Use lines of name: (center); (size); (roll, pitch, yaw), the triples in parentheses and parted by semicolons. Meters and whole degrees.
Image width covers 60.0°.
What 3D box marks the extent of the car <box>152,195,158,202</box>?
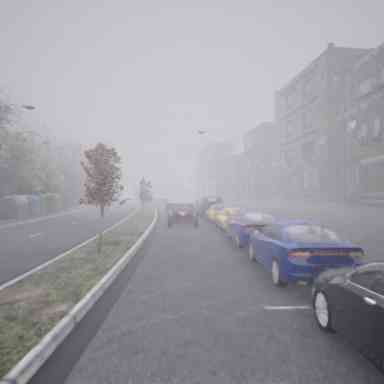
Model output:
car: (-8.401, 1.715, 86.340); (2.231, 1.521, 4.892); (0, 0, -14)

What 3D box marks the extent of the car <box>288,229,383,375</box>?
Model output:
car: (3.035, 1.511, 4.000); (2.231, 1.521, 4.892); (0, 0, 0)

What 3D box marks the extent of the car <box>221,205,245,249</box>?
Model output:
car: (2.772, 1.585, 15.127); (2.097, 1.535, 5.008); (0, 0, -2)

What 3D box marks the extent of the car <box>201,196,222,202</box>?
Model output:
car: (1.714, 1.418, 31.822); (2.435, 2.045, 5.566); (0, 0, -5)

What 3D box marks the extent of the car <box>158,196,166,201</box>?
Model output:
car: (-5.688, 1.727, 75.688); (2.097, 1.535, 5.008); (0, 0, -14)

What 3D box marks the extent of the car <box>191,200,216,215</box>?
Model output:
car: (1.181, 1.688, 37.343); (2.231, 1.521, 4.892); (0, 0, -5)

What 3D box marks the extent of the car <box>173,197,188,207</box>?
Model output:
car: (-2.122, 1.718, 59.437); (1.946, 1.575, 5.366); (0, 0, -10)

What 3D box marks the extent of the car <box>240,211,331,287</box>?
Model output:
car: (2.931, 1.548, 9.561); (2.097, 1.535, 5.008); (0, 0, -1)

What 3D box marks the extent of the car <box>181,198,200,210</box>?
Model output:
car: (-0.284, 1.704, 48.573); (1.946, 1.575, 5.366); (0, 0, -8)

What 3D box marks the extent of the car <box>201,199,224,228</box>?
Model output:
car: (2.160, 1.644, 26.429); (1.946, 1.575, 5.366); (0, 0, -4)

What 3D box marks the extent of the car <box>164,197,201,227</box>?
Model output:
car: (-0.728, 1.507, 24.318); (2.097, 1.767, 4.553); (0, 0, -3)

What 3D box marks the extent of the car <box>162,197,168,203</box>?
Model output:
car: (-2.352, 1.683, 41.335); (1.882, 1.535, 5.008); (0, 0, -7)

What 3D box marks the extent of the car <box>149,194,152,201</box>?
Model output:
car: (-9.772, 1.744, 91.719); (2.002, 1.452, 4.674); (0, 0, -14)
